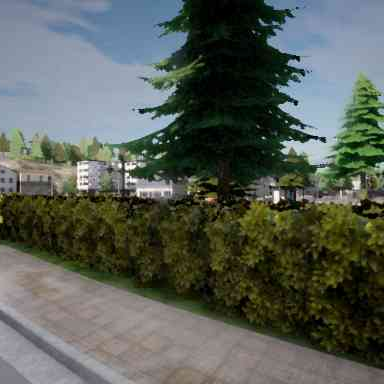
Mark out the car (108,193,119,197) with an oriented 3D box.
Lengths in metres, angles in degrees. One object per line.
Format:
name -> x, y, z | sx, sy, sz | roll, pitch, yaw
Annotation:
car -> -15.223, 1.097, 70.309 | 4.605, 1.855, 1.932 | 0, 0, -45

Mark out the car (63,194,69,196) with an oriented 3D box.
car -> -31.237, 1.232, 85.583 | 3.806, 1.475, 1.970 | 0, 0, -45

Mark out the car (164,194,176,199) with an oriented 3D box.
car -> -2.224, 1.221, 37.422 | 5.566, 2.045, 2.150 | 0, 0, -45

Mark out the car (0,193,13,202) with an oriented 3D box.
car -> -41.120, 1.097, 71.295 | 4.605, 1.855, 1.932 | 0, 0, -45

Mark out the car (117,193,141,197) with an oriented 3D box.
car -> -9.692, 1.384, 53.878 | 3.806, 1.475, 1.970 | 0, 0, -45

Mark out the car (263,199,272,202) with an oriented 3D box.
car -> 9.908, 1.478, 44.336 | 5.008, 1.535, 1.882 | 0, 0, -45

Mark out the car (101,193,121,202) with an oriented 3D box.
car -> -17.552, 1.077, 72.095 | 3.866, 1.878, 1.905 | 0, 0, -45

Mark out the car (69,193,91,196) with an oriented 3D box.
car -> -26.512, 1.153, 81.228 | 5.027, 1.636, 2.152 | 0, 0, -45

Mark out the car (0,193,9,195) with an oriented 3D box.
car -> -23.119, 1.330, 40.911 | 5.027, 1.636, 2.152 | 0, 0, -45
